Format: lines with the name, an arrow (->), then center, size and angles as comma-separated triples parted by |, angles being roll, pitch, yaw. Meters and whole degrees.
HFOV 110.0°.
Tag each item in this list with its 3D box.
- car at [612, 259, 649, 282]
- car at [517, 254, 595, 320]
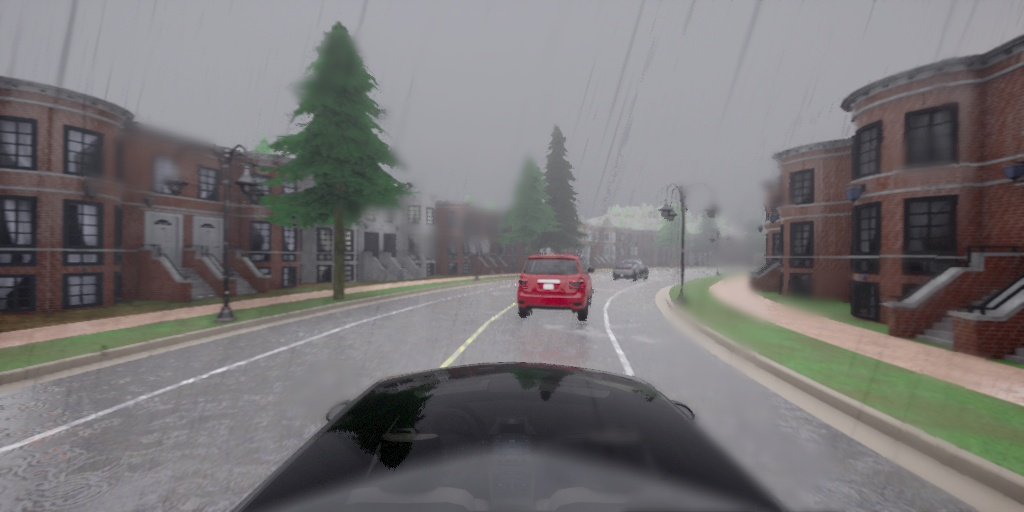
car -> 9.798, 1.286, 29.380 | 2.128, 1.511, 4.902 | 1, 0, 35
car -> 1.701, 0.969, 12.875 | 2.150, 2.045, 5.566 | 0, 0, 14
